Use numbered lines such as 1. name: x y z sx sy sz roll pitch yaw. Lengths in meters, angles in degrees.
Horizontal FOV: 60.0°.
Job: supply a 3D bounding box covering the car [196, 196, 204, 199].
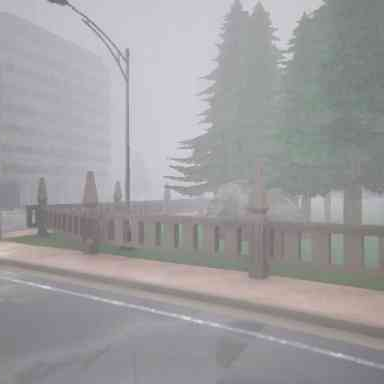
1. car: 1.736 1.470 57.975 2.097 1.767 4.553 0 0 29
